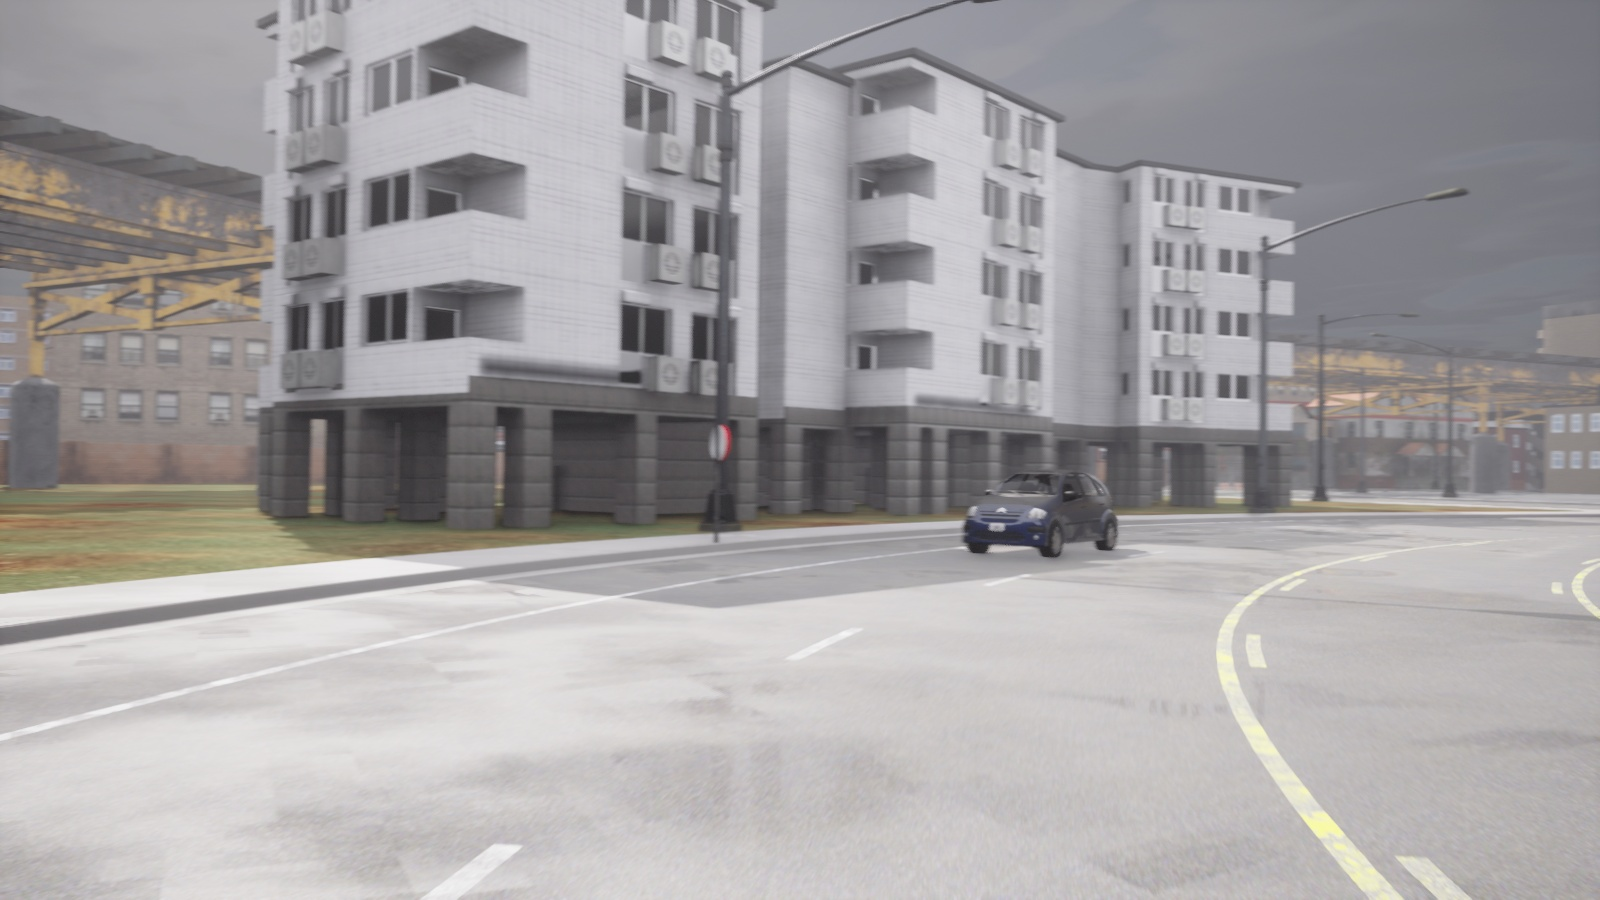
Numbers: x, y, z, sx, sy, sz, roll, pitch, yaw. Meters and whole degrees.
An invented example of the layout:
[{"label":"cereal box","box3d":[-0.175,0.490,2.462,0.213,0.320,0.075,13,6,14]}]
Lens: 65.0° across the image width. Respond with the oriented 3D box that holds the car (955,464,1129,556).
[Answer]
[{"label":"car","box3d":[4.771,1.102,24.368,1.851,1.617,3.988,0,-1,35]}]
